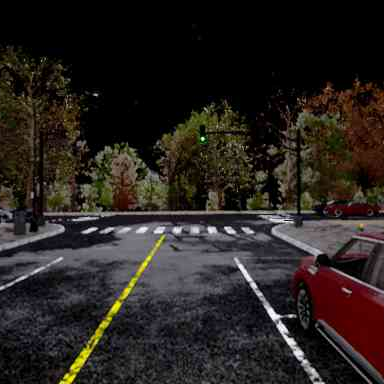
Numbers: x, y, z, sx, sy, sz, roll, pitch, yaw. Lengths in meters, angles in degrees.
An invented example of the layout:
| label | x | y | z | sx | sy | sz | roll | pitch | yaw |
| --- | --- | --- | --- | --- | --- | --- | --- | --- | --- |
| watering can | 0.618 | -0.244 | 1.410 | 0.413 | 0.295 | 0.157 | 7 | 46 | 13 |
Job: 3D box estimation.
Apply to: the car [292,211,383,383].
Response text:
| label | x | y | z | sx | sy | sz | roll | pitch | yaw |
| --- | --- | --- | --- | --- | --- | --- | --- | --- | --- |
| car | 2.717 | 1.332 | 3.678 | 2.192 | 1.841 | 5.009 | 1 | 0 | 0 |

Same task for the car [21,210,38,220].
| label | x | y | z | sx | sy | sz | roll | pitch | yaw |
| --- | --- | --- | --- | --- | --- | --- | --- | --- | --- |
| car | -16.123 | 1.857 | 29.030 | 4.718 | 1.301 | 1.895 | -1 | -1 | 1 |

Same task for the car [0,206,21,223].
| label | x | y | z | sx | sy | sz | roll | pitch | yaw |
| --- | --- | --- | --- | --- | --- | --- | --- | --- | --- |
| car | -16.448 | 1.693 | 25.777 | 4.902 | 1.511 | 2.128 | -1 | -1 | 2 |

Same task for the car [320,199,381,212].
| label | x | y | z | sx | sy | sz | roll | pitch | yaw |
| --- | --- | --- | --- | --- | --- | --- | --- | --- | --- |
| car | 15.160 | 1.595 | 31.746 | 4.718 | 1.301 | 1.895 | -1 | -1 | 1 |

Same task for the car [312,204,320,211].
| label | x | y | z | sx | sy | sz | roll | pitch | yaw |
| --- | --- | --- | --- | --- | --- | --- | --- | --- | --- |
| car | 15.224 | 1.556 | 34.999 | 4.892 | 1.490 | 1.837 | -1 | -1 | 1 |
